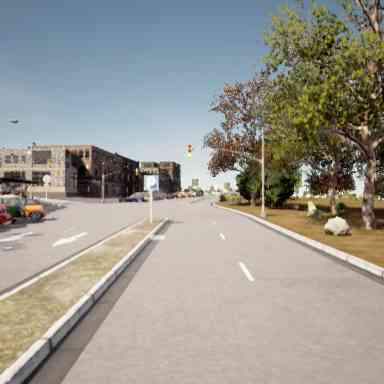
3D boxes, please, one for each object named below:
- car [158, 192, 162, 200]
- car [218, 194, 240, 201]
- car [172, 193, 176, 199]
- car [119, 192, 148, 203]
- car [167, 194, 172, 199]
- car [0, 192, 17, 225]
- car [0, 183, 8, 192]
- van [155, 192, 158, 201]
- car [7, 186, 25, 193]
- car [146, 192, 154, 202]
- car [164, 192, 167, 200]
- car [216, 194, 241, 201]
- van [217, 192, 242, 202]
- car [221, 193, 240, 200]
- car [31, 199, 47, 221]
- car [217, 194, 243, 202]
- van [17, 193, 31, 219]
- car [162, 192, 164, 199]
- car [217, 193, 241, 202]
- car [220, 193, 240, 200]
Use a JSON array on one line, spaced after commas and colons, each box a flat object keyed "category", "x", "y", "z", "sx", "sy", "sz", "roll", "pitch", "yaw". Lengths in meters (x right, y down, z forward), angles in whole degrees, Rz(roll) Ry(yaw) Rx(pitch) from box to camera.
[{"category": "car", "x": -10.030, "y": 1.289, "z": 75.194, "sx": 4.892, "sy": 1.521, "sz": 2.231, "roll": -1, "pitch": 0, "yaw": -14}, {"category": "car", "x": 8.700, "y": 1.275, "z": 77.640, "sx": 4.674, "sy": 1.452, "sz": 2.002, "roll": 1, "pitch": 0, "yaw": -13}, {"category": "car", "x": -8.023, "y": 1.036, "z": 90.180, "sx": 5.566, "sy": 2.045, "sz": 2.435, "roll": -1, "pitch": 0, "yaw": -12}, {"category": "car", "x": -11.459, "y": 1.322, "z": 63.239, "sx": 4.792, "sy": 1.488, "sz": 2.163, "roll": -1, "pitch": 0, "yaw": -15}, {"category": "car", "x": -8.473, "y": 1.328, "z": 87.174, "sx": 4.674, "sy": 1.452, "sz": 2.002, "roll": -1, "pitch": 0, "yaw": -12}, {"category": "car", "x": -13.723, "y": 1.222, "z": 19.418, "sx": 5.566, "sy": 2.045, "sz": 2.435, "roll": -1, "pitch": 0, "yaw": -20}, {"category": "car", "x": -31.171, "y": -0.470, "z": 54.163, "sx": 2.435, "sy": 2.045, "sz": 5.566, "roll": 6, "pitch": -3, "yaw": -19}, {"category": "van", "x": -10.257, "y": 1.060, "z": 72.223, "sx": 4.442, "sy": 1.987, "sz": 1.878, "roll": -1, "pitch": 0, "yaw": -14}, {"category": "car", "x": -28.177, "y": 0.093, "z": 54.103, "sx": 2.002, "sy": 1.452, "sz": 4.674, "roll": 6, "pitch": -3, "yaw": -19}, {"category": "car", "x": -10.815, "y": 1.280, "z": 66.231, "sx": 5.366, "sy": 1.575, "sz": 1.946, "roll": -1, "pitch": 0, "yaw": -15}, {"category": "car", "x": -9.287, "y": 1.328, "z": 81.191, "sx": 4.674, "sy": 1.452, "sz": 2.002, "roll": -1, "pitch": 0, "yaw": -13}, {"category": "car", "x": 8.168, "y": 1.232, "z": 74.652, "sx": 5.366, "sy": 1.575, "sz": 1.946, "roll": 1, "pitch": 0, "yaw": -13}, {"category": "van", "x": 7.268, "y": 1.014, "z": 65.838, "sx": 4.442, "sy": 1.987, "sz": 1.878, "roll": 1, "pitch": 0, "yaw": -14}, {"category": "car", "x": 10.337, "y": 1.102, "z": 89.377, "sx": 4.553, "sy": 1.767, "sz": 2.185, "roll": 1, "pitch": 0, "yaw": -11}, {"category": "car", "x": -13.633, "y": 1.359, "z": 25.432, "sx": 4.553, "sy": 1.767, "sz": 2.185, "roll": -1, "pitch": 0, "yaw": -19}, {"category": "car", "x": 8.186, "y": 1.237, "z": 71.801, "sx": 5.366, "sy": 1.575, "sz": 1.946, "roll": 1, "pitch": 0, "yaw": -13}, {"category": "van", "x": -13.607, "y": 1.252, "z": 22.454, "sx": 4.442, "sy": 1.987, "sz": 1.878, "roll": -1, "pitch": 0, "yaw": -19}, {"category": "car", "x": -9.658, "y": 1.327, "z": 78.189, "sx": 4.674, "sy": 1.452, "sz": 2.002, "roll": -1, "pitch": 0, "yaw": -13}, {"category": "car", "x": 7.651, "y": 1.114, "z": 68.807, "sx": 4.553, "sy": 1.767, "sz": 2.185, "roll": 1, "pitch": 0, "yaw": -14}, {"category": "car", "x": 9.439, "y": 1.105, "z": 83.507, "sx": 4.553, "sy": 1.767, "sz": 2.185, "roll": 1, "pitch": 0, "yaw": -12}]
